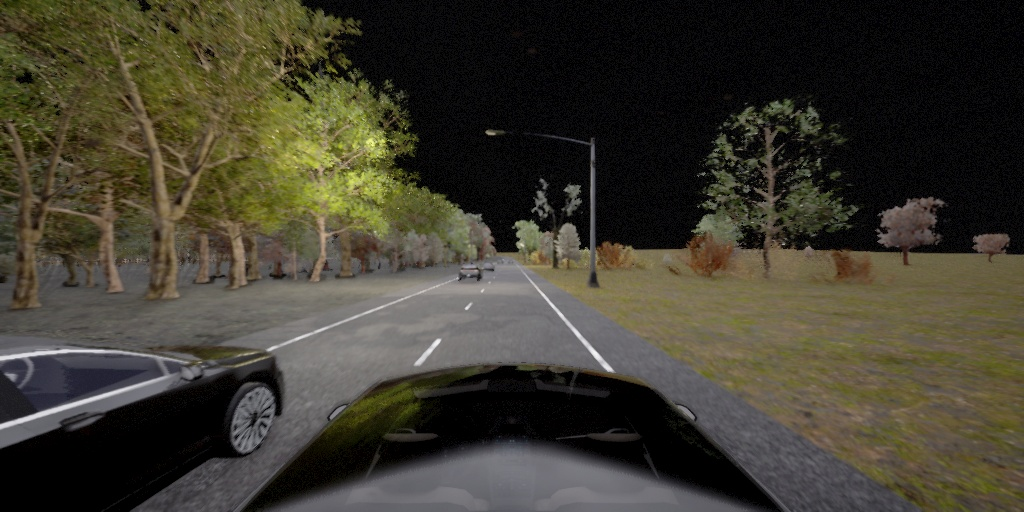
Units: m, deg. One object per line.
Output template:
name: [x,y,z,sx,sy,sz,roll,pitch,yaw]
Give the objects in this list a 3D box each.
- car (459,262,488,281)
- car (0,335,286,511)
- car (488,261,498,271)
car: [-3.604,1.433,32.152,2.128,1.511,4.902,0,0,0]
car: [-3.501,1.240,2.148,2.128,1.511,4.902,0,0,0]
car: [-3.683,1.639,55.411,1.994,1.385,4.181,0,0,0]
